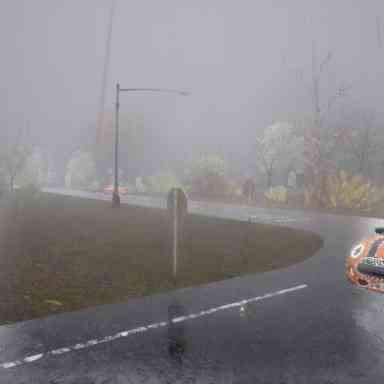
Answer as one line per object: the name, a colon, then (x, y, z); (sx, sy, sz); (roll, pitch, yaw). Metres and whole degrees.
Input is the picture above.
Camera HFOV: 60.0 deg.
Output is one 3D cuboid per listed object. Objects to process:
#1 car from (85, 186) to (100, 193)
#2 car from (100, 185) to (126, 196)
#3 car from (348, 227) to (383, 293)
car: (-17.778, -0.441, 59.824); (1.895, 1.301, 4.718); (0, 2, -36)
car: (-12.141, -0.379, 51.978); (2.097, 1.767, 4.553); (0, 2, -36)
car: (5.734, 1.275, 7.967); (4.553, 1.767, 2.097); (-2, 1, -36)
